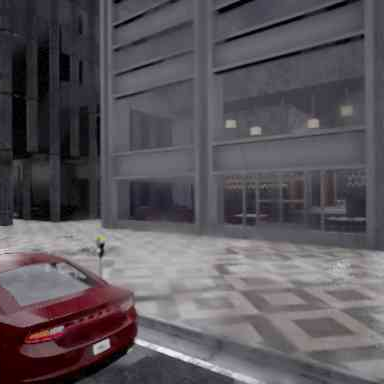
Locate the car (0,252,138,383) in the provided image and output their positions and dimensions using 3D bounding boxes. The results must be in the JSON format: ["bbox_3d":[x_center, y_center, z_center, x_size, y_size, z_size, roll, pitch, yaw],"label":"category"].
[{"bbox_3d":[-2.816,1.590,4.971,4.507,1.381,1.887,-1,0,35],"label":"car"}]
